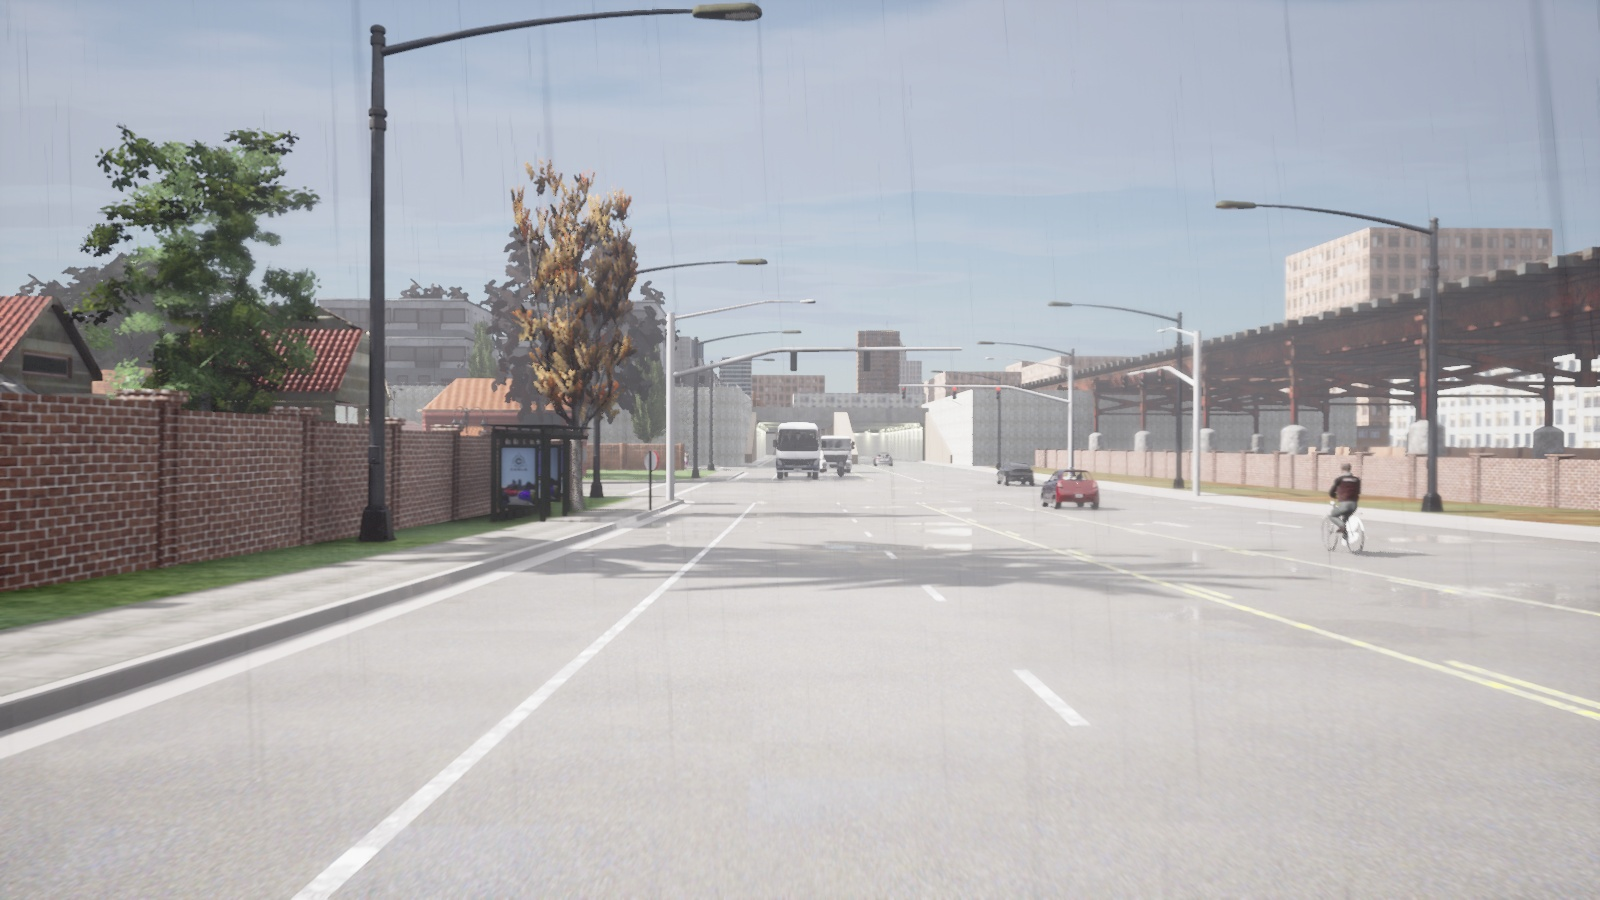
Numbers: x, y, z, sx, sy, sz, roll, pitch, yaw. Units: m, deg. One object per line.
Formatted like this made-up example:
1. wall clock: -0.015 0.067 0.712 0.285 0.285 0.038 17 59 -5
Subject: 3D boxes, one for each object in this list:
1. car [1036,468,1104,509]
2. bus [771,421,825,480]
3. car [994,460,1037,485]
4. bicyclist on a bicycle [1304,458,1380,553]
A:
1. car: 10.363 1.438 48.434 1.845 1.501 3.633 0 -1 0
2. bus: -0.176 0.020 96.562 3.944 4.253 10.273 0 0 0
3. car: 13.796 1.408 80.634 1.837 1.490 4.892 0 0 0
4. bicyclist on a bicycle: 10.429 1.041 24.228 0.659 1.776 1.843 0 -1 0
